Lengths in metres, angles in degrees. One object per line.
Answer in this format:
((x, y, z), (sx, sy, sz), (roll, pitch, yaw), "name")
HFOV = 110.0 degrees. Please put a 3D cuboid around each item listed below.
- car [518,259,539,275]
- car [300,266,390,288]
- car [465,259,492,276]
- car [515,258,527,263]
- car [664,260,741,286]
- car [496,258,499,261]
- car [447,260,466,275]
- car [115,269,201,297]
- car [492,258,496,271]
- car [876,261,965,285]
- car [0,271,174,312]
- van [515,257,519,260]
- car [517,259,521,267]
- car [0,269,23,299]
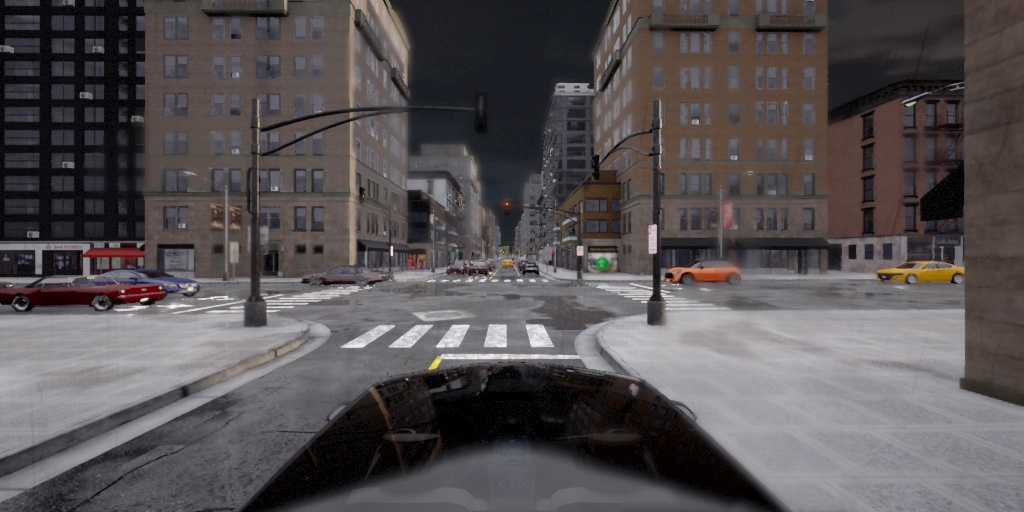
((2.025, 1.355, 39.684), (1.948, 1.339, 4.313), (0, 0, 0), "car")
((-11.055, 1.346, 24.001), (5.357, 1.411, 2.033), (0, 0, -1), "car")
((-3.450, 1.265, 37.822), (1.882, 1.535, 5.008), (0, 0, 0), "car")
((1.908, 1.386, 56.217), (1.948, 1.339, 4.313), (0, 0, 0), "car")
((12.802, 1.055, 24.289), (4.553, 1.767, 2.097), (0, 0, -1), "car")
((-3.576, 1.424, 57.555), (1.895, 1.301, 4.718), (0, 0, 0), "car")
((-6.000, 1.229, 39.628), (1.967, 1.591, 4.097), (0, 0, 0), "car")
((-17.736, 1.337, 17.211), (4.674, 1.442, 1.812), (0, 0, 1), "car")
((-3.515, 1.308, 47.415), (1.837, 1.490, 4.892), (0, 0, 0), "car")
((27.859, 1.117, 24.471), (5.008, 1.535, 1.882), (-1, 0, -1), "car")
((-16.565, 1.401, 13.982), (4.718, 1.301, 1.895), (0, 0, -1), "car")
((1.869, 1.173, 61.727), (1.690, 1.789, 3.998), (0, 0, 0), "van")
((1.947, 1.391, 50.706), (1.802, 1.307, 4.207), (0, 0, 0), "car")
((-27.462, 1.396, 17.097), (5.357, 1.411, 2.033), (0, 0, -1), "car")
